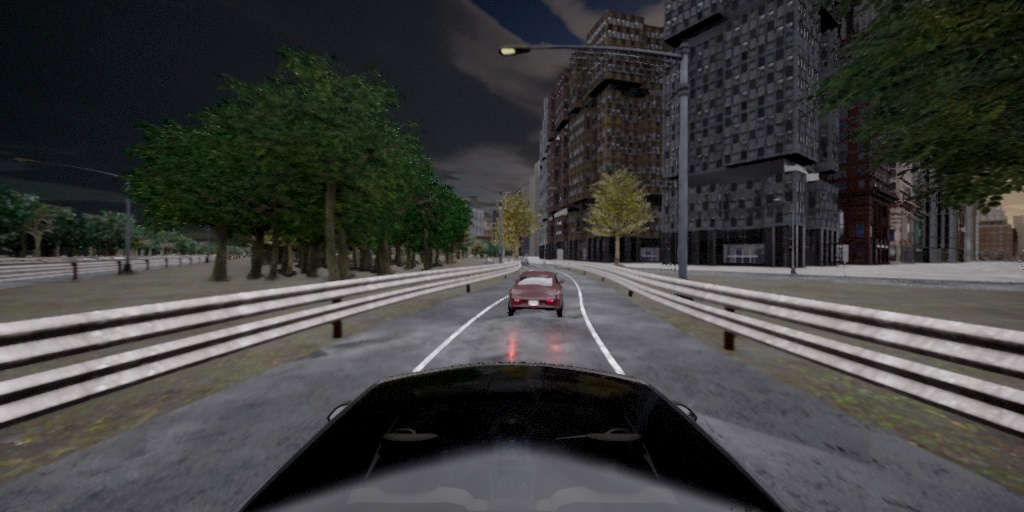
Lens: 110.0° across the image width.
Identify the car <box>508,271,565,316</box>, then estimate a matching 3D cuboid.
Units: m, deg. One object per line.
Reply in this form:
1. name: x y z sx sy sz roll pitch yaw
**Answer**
1. car: 0.968 1.273 13.247 1.812 1.442 4.674 0 0 8
